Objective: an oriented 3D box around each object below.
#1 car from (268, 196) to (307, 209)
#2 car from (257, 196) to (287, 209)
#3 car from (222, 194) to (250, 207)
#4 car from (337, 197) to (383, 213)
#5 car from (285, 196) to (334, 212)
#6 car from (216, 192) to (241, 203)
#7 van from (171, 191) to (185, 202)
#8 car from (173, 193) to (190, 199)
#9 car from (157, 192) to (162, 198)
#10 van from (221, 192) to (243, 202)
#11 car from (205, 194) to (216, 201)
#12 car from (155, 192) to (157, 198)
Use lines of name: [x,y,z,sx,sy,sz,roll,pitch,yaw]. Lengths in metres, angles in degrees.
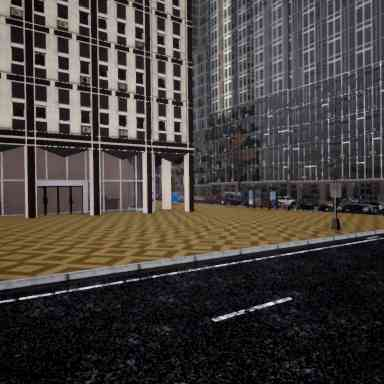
car: [12.117,1.290,42.593,1.812,1.442,4.674,-1,1,-34]
car: [9.721,1.387,41.324,1.802,1.307,4.206,0,1,-34]
car: [6.572,1.319,46.055,1.947,1.339,4.313,0,1,-34]
car: [17.307,1.340,34.959,2.128,1.511,4.902,-1,1,-34]
car: [12.903,1.423,36.612,1.947,1.339,4.313,0,1,-34]
car: [6.298,1.175,51.154,1.837,1.490,4.892,-1,1,-34]
van: [-2.973,0.937,60.179,1.690,1.788,3.998,0,1,-34]
car: [-2.437,0.935,74.293,1.802,1.307,4.206,0,1,-34]
car: [-5.634,0.614,78.989,2.192,1.841,5.009,0,1,-34]
van: [7.152,0.854,60.191,1.690,1.788,3.998,0,1,-34]
car: [3.957,1.043,64.894,1.802,1.307,4.206,0,1,-34]
car: [-8.831,0.686,83.689,1.967,1.590,4.097,0,1,-34]
